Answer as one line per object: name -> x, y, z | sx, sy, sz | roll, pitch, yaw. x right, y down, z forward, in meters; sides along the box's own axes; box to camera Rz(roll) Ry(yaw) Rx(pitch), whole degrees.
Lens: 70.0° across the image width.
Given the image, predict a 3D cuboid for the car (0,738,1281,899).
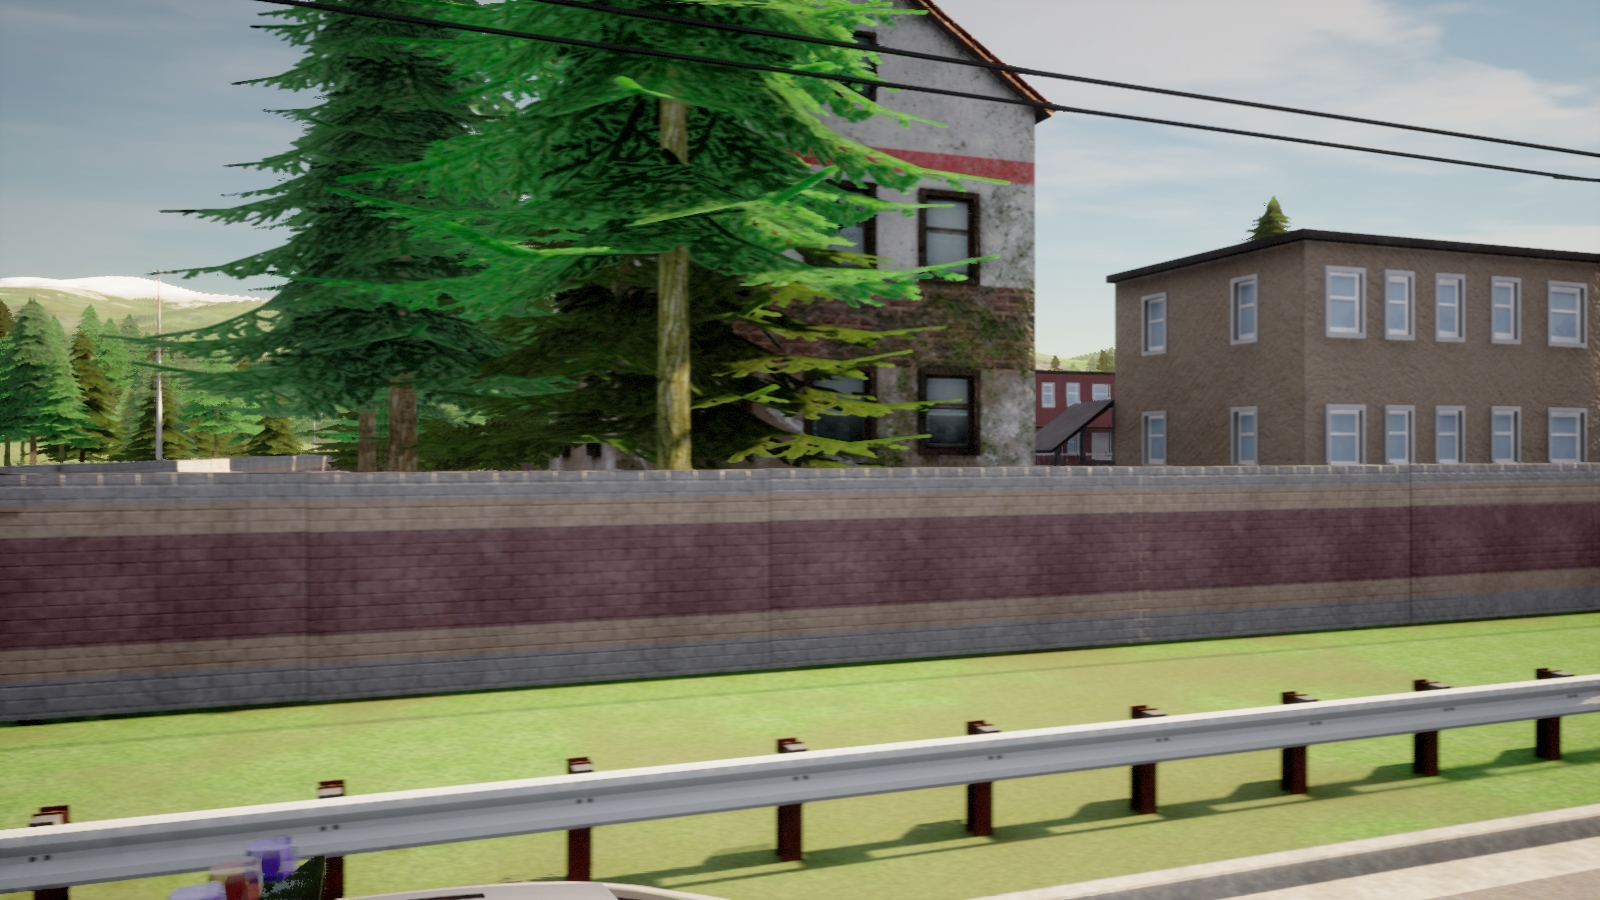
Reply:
car -> -1.463, 1.982, 2.767 | 5.238, 1.638, 2.097 | 0, 0, -20
